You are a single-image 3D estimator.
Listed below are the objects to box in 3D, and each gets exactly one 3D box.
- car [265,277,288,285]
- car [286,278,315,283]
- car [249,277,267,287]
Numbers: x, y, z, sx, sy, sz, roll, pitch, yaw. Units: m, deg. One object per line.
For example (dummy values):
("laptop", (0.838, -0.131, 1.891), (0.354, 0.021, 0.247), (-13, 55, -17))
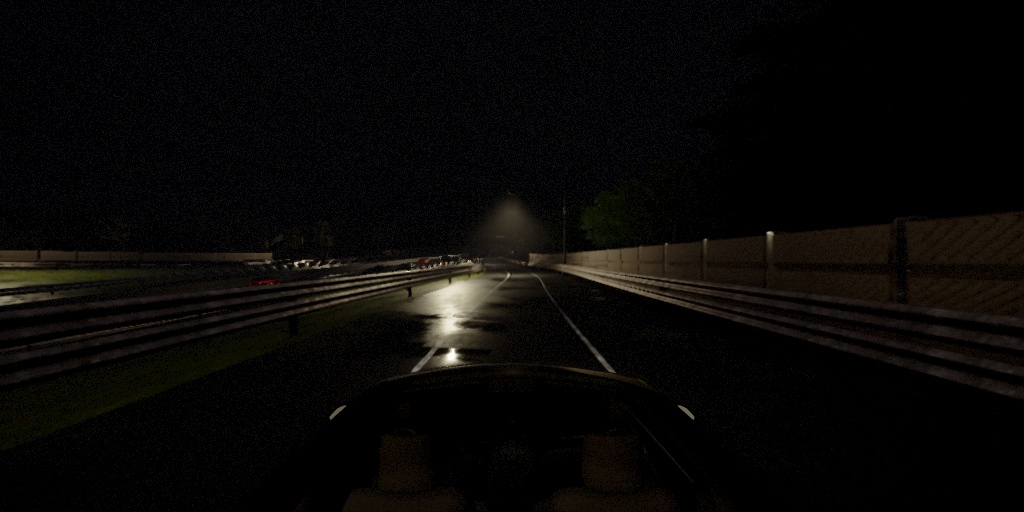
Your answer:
("car", (-32.947, 4.004, 52.718), (2.128, 1.511, 4.902), (0, 3, 10))
("car", (-29.503, 4.060, 52.097), (2.033, 1.411, 5.357), (0, 3, 10))
("car", (-36.401, 3.833, 53.282), (2.097, 1.767, 4.553), (0, 3, 10))
